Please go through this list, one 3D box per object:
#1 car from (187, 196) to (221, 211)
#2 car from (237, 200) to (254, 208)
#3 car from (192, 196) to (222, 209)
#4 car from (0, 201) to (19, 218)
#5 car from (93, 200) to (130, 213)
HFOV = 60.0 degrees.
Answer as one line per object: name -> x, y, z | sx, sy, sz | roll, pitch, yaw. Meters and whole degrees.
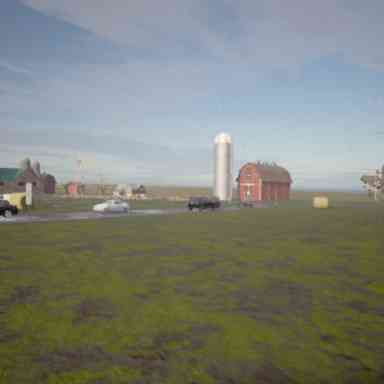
car -> 1.568, 1.657, 48.493 | 2.150, 2.045, 5.566 | 2, 0, 36
car -> 9.724, 2.160, 60.284 | 1.837, 1.490, 4.892 | 1, 0, 28
car -> 2.557, 1.688, 54.667 | 2.150, 2.045, 5.566 | 1, 0, 37
car -> -17.298, 1.429, 27.919 | 1.882, 1.535, 5.008 | 2, 0, 35
car -> -9.294, 1.676, 38.786 | 1.812, 1.442, 4.674 | 2, 0, 36
